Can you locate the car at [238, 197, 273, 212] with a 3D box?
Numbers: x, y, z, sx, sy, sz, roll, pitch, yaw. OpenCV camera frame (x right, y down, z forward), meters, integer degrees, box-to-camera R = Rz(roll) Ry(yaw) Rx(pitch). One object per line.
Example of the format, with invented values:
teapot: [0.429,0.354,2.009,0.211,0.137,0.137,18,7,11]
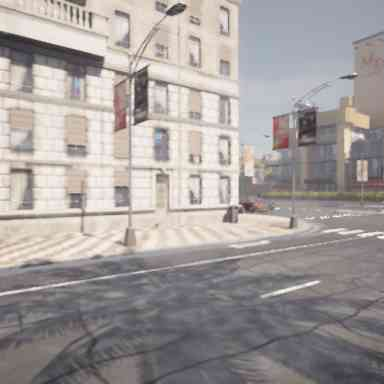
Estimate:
car: [6.392,1.306,37.482,2.097,1.767,4.553,0,0,-36]

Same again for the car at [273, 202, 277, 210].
car: [8.178,1.453,40.990,1.837,1.490,4.892,0,0,-35]
